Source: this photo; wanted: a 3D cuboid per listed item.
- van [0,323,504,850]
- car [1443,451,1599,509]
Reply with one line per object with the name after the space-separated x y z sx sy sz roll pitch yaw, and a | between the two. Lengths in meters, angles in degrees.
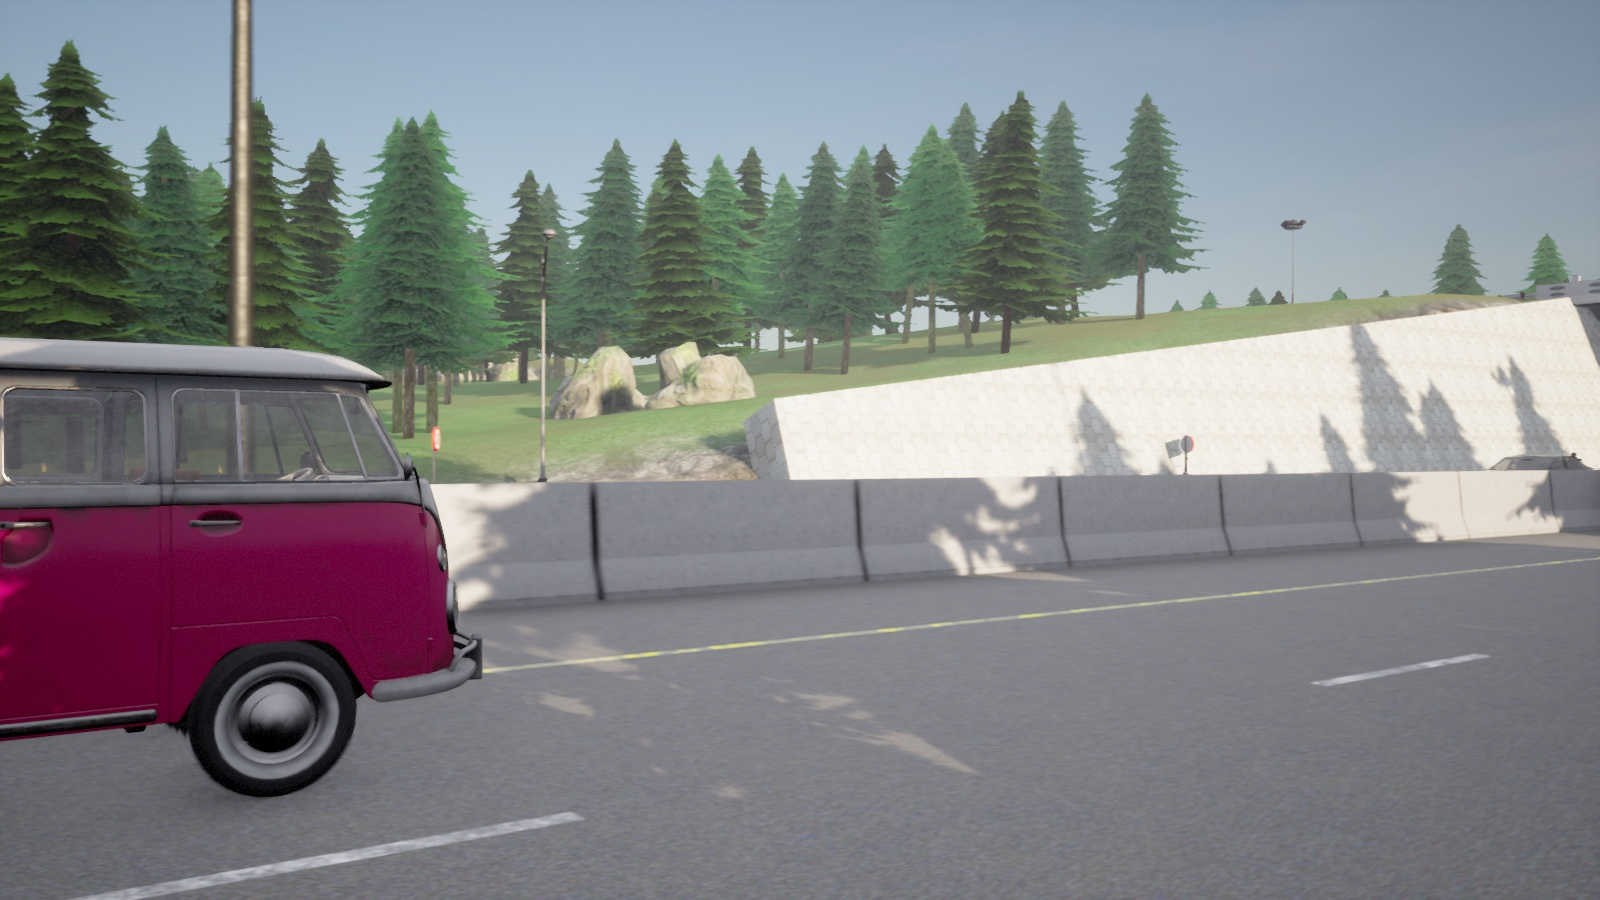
-3.716 0.518 5.338 4.442 1.987 1.775 0 0 -35 | van
20.116 0.787 34.717 4.792 1.488 2.163 0 0 -35 | car
